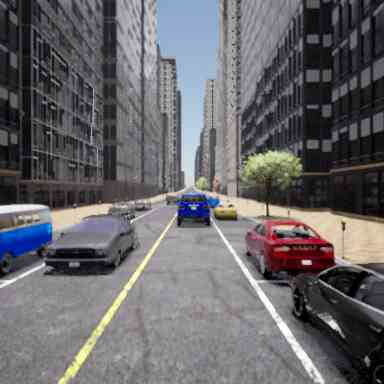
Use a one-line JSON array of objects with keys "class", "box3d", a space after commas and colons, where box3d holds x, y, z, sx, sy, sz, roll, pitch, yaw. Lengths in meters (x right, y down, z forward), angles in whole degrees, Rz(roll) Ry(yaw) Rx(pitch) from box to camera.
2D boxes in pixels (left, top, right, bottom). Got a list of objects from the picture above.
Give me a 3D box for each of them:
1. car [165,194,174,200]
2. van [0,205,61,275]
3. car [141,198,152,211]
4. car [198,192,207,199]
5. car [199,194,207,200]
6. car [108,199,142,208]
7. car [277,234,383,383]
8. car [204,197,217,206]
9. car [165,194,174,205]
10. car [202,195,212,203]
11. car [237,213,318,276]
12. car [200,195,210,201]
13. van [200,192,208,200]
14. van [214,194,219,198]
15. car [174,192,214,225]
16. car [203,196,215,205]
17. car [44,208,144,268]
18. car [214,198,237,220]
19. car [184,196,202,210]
[{"class": "car", "box3d": [-5.637, 1.234, 84.119, 1.802, 1.307, 4.206, 0, 0, 0]}, {"class": "van", "box3d": [-5.685, 1.311, 10.053, 1.690, 1.788, 3.998, 0, 0, 0]}, {"class": "car", "box3d": [-5.666, 1.419, 38.539, 2.008, 1.369, 4.403, 0, 0, 0]}, {"class": "car", "box3d": [2.747, 0.933, 89.808, 2.192, 1.841, 5.009, 0, 0, 0]}, {"class": "car", "box3d": [2.743, 1.197, 84.113, 1.887, 1.381, 4.507, 0, 0, 0]}, {"class": "car", "box3d": [-5.674, 1.463, 27.145, 2.008, 1.369, 4.403, 0, 0, 0]}, {"class": "car", "box3d": [2.692, 1.553, 4.349, 1.947, 1.339, 4.313, 0, 0, 0]}, {"class": "car", "box3d": [2.721, 1.401, 49.928, 1.802, 1.307, 4.206, 0, 0, 0]}, {"class": "car", "box3d": [-3.040, 1.311, 52.591, 1.837, 1.490, 4.892, 0, 0, 0]}, {"class": "car", "box3d": [2.728, 1.291, 61.492, 1.752, 1.417, 4.829, 0, 0, 0]}, {"class": "car", "box3d": [2.695, 1.515, 10.048, 1.887, 1.381, 4.507, 0, 0, 0]}, {"class": "car", "box3d": [2.736, 1.264, 72.717, 2.008, 1.369, 4.403, 0, 0, 0]}, {"class": "van", "box3d": [2.739, 1.025, 78.414, 1.690, 1.788, 3.998, 0, 0, 0]}, {"class": "van", "box3d": [2.717, 1.185, 44.230, 1.690, 1.788, 3.998, 0, 0, 0]}, {"class": "car", "box3d": [0.116, 1.141, 23.281, 2.150, 2.045, 5.566, 0, -1, 0]}, {"class": "car", "box3d": [2.725, 1.375, 55.625, 1.802, 1.307, 4.206, 0, 0, 0]}, {"class": "car", "box3d": [-3.094, 1.513, 11.411, 2.033, 1.411, 5.357, 0, 0, 0]}, {"class": "car", "box3d": [2.707, 1.437, 27.309, 1.752, 1.417, 4.829, 0, 0, 0]}, {"class": "car", "box3d": [0.127, 1.348, 41.660, 2.128, 1.511, 4.902, 0, 0, 0]}]
